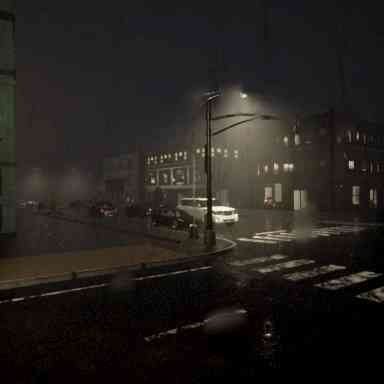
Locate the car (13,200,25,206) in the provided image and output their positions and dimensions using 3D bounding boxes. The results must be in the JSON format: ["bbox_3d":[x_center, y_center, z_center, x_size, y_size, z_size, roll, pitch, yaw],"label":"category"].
[{"bbox_3d":[-41.446,2.547,79.590,2.008,1.369,4.403,-1,0,-36],"label":"car"}]

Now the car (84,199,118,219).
[{"bbox_3d":[-9.253,1.846,34.564,1.967,1.590,4.097,-1,0,-36],"label":"car"}]

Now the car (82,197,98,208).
[{"bbox_3d":[-15.411,2.032,53.147,1.882,1.535,5.008,-1,0,-35],"label":"car"}]

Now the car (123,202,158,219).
[{"bbox_3d":[-5.010,1.886,33.103,2.033,1.411,5.357,-1,0,-36],"label":"car"}]

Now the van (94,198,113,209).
[{"bbox_3d":[-15.317,1.907,57.450,1.690,1.788,3.998,-1,0,-36],"label":"van"}]

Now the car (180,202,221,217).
[{"bbox_3d":[0.785,1.810,34.938,2.008,1.369,4.403,-2,0,-36],"label":"car"}]

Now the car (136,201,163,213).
[{"bbox_3d":[-5.652,1.966,43.943,1.802,1.307,4.206,-2,0,-36],"label":"car"}]

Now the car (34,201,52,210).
[{"bbox_3d":[-25.249,2.233,56.939,1.752,1.417,4.829,-1,0,-36],"label":"car"}]

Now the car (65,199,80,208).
[{"bbox_3d":[-21.472,2.230,61.626,1.994,1.385,4.181,-1,0,-36],"label":"car"}]

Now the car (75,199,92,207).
[{"bbox_3d":[-21.752,2.228,66.455,1.887,1.381,4.507,-1,0,-36],"label":"car"}]

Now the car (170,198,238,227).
[{"bbox_3d":[0.942,1.443,24.776,2.150,2.045,5.566,-1,0,-35],"label":"car"}]

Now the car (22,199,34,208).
[{"bbox_3d":[-31.787,2.376,66.083,2.008,1.369,4.403,-1,0,-36],"label":"car"}]

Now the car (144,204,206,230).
[{"bbox_3d":[-1.277,1.815,23.207,1.947,1.339,4.313,-2,0,-36],"label":"car"}]

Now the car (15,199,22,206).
[{"bbox_3d":[-38.228,2.380,75.086,1.967,1.590,4.097,-1,0,-36],"label":"car"}]

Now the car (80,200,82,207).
[{"bbox_3d":[-18.538,1.940,61.952,2.192,1.841,5.009,-1,0,-36],"label":"car"}]
